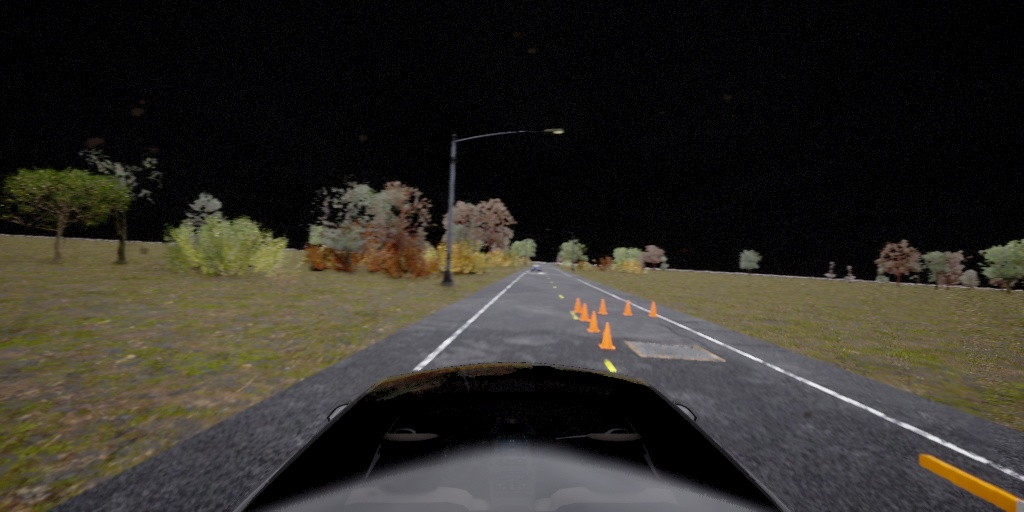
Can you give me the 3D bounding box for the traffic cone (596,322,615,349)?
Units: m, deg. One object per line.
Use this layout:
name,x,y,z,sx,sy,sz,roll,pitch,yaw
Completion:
traffic cone,2.269,1.891,8.608,0.340,0.580,0.340,0,0,4

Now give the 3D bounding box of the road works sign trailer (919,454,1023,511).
road works sign trailer,3.307,0.359,1.521,2.380,3.560,2.880,0,0,3

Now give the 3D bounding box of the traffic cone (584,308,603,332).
traffic cone,2.402,1.922,10.605,0.340,0.580,0.340,0,0,4

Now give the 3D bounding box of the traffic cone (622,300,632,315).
traffic cone,4.660,2.070,14.462,0.340,0.580,0.340,0,0,4

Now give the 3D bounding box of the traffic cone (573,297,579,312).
traffic cone,2.667,1.983,14.595,0.340,0.580,0.340,0,0,4

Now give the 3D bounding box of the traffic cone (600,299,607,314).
traffic cone,3.664,2.026,14.528,0.340,0.580,0.340,0,0,4

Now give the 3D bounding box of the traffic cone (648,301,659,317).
traffic cone,5.657,2.113,14.394,0.340,0.580,0.340,0,0,4

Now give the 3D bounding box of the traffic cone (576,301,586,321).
traffic cone,2.535,1.952,12.599,0.340,0.580,0.340,0,0,4
